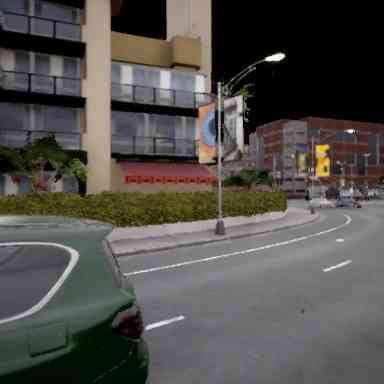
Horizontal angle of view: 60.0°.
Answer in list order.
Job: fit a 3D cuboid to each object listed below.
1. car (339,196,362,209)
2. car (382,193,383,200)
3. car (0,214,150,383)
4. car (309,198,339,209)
[{"bbox_3d":[21.230,1.554,45.158,1.994,1.385,4.181,0,0,-3],"label":"car"},{"bbox_3d":[45.460,1.346,79.374,1.816,1.474,4.193,0,0,-21],"label":"car"},{"bbox_3d":[-2.968,1.242,2.022,5.566,2.045,2.150,0,0,-36],"label":"car"},{"bbox_3d":[17.727,1.533,45.711,1.812,1.442,4.674,0,0,-5],"label":"car"}]
